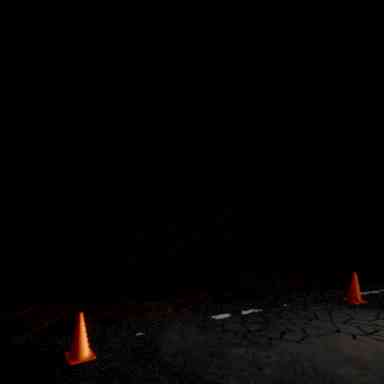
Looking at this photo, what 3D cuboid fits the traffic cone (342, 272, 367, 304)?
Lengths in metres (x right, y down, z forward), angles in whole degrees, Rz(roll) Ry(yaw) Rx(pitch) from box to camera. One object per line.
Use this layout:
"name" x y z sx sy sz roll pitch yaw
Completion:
"traffic cone" 3.369 1.960 6.892 0.340 0.580 0.340 1 0 -22

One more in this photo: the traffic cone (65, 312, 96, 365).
"traffic cone" -1.498 1.916 4.473 0.340 0.580 0.340 0 0 -31
